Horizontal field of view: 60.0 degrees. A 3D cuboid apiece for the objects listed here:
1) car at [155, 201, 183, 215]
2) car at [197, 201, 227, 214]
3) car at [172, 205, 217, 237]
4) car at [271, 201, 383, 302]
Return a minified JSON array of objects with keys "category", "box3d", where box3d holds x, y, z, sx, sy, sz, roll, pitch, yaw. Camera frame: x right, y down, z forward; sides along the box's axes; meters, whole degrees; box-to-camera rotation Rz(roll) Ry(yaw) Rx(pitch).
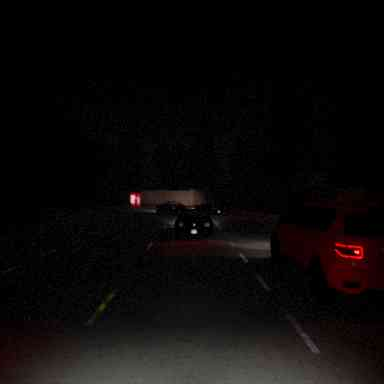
[{"category":"car","box3d":[-2.192,1.579,33.908,1.895,1.301,4.718,0,0,-25]},{"category":"car","box3d":[1.768,1.579,34.023,1.895,1.301,4.718,0,0,-21]},{"category":"car","box3d":[0.096,1.589,18.061,1.895,1.301,4.718,0,0,0]},{"category":"car","box3d":[3.596,1.216,8.388,2.150,2.045,5.566,0,0,0]}]
